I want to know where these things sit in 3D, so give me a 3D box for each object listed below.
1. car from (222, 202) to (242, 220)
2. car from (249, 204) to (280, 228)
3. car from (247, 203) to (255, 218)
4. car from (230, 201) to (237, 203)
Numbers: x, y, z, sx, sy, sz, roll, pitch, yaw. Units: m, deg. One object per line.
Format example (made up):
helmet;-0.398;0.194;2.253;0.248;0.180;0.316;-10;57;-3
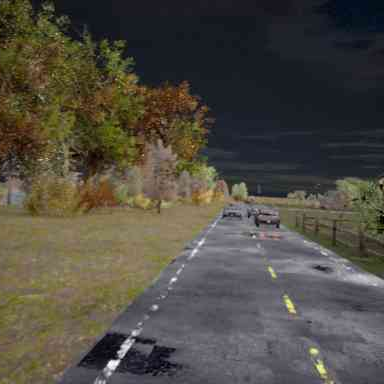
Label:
car;4.365;2.173;36.051;1.994;1.385;4.181;3;-1;7
car;6.174;2.098;27.775;2.128;1.511;4.902;3;-1;7
car;7.700;2.165;39.933;2.097;1.767;4.553;3;-1;8
car;9.242;2.761;74.868;1.882;1.535;5.008;3;-1;7
